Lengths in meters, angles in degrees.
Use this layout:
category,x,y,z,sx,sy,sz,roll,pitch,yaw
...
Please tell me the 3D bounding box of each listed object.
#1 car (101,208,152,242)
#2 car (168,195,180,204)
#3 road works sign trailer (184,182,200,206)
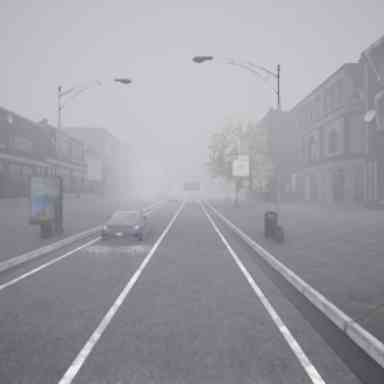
category,x,y,z,sx,sy,sz,roll,pitch,yaw
car,-3.103,1.526,16.498,1.812,1.442,4.674,0,0,0
car,-3.055,1.252,57.695,2.033,1.411,5.357,0,1,1
road works sign trailer,0.005,0.240,51.258,2.380,3.560,2.880,0,1,0
